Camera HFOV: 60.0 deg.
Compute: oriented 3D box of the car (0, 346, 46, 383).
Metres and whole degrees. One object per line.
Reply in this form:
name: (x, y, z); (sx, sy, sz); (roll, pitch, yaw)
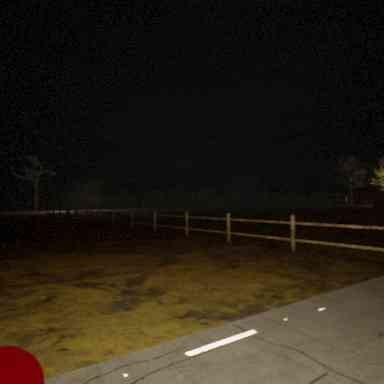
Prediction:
car: (-2.862, 1.528, 1.026); (4.674, 1.442, 1.812); (0, 0, -35)
